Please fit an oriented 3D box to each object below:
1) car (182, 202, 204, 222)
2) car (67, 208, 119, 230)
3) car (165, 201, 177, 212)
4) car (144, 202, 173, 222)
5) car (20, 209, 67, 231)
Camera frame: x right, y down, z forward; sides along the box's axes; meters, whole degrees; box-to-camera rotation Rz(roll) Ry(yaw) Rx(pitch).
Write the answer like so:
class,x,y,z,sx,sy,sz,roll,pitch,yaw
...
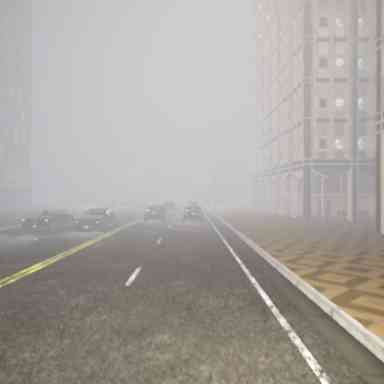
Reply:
class,x,y,z,sx,sy,sz,roll,pitch,yaw
car,0.094,1.881,29.974,2.033,1.411,5.357,0,-1,0
car,-6.516,1.808,23.286,2.033,1.411,5.357,0,-1,1
car,-3.159,1.995,47.490,1.882,1.535,5.008,0,-1,0
car,-3.153,1.880,29.936,2.033,1.411,5.357,0,-1,0
car,-9.773,1.857,22.869,1.895,1.301,4.718,0,-1,0
